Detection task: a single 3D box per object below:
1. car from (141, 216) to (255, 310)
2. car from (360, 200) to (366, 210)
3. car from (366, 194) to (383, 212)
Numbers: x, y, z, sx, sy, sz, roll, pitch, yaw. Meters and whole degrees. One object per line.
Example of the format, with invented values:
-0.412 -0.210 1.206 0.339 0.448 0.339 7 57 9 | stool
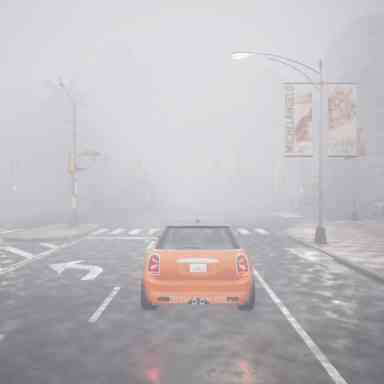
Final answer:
0.111 1.352 7.957 2.097 1.767 4.553 0 0 0 | car
23.205 1.221 39.735 5.566 2.045 2.150 0 0 1 | car
22.078 1.352 36.239 4.553 1.767 2.097 0 0 1 | car
